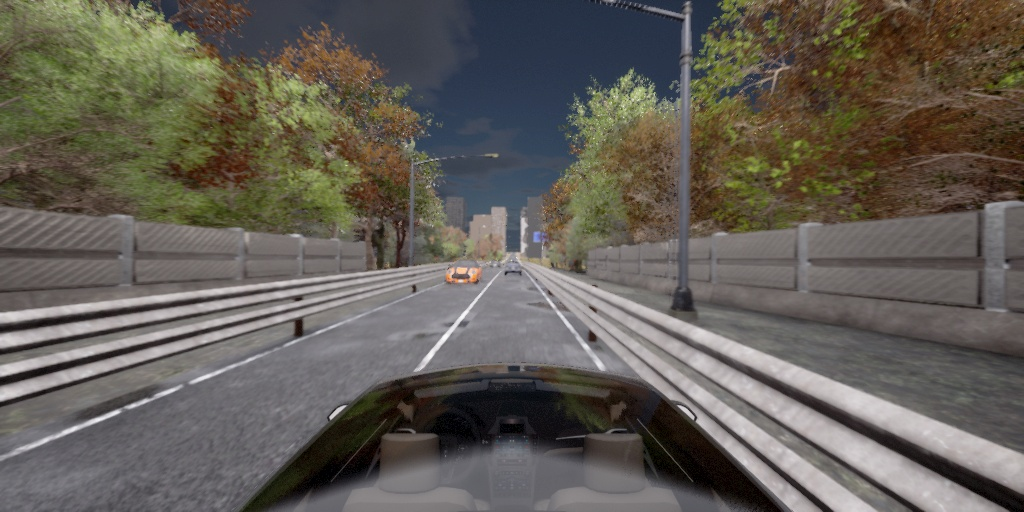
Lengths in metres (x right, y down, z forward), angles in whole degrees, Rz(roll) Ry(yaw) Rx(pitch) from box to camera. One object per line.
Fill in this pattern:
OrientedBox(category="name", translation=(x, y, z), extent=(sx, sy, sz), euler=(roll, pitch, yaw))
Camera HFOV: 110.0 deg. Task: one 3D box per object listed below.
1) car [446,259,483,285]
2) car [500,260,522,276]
OrientedBox(category="car", translation=(-3.266, 1.032, 25.228), extent=(2.097, 1.767, 4.553), euler=(1, 0, 0))
OrientedBox(category="car", translation=(0.111, 1.310, 37.864), extent=(2.033, 1.411, 5.357), euler=(1, 0, 0))
